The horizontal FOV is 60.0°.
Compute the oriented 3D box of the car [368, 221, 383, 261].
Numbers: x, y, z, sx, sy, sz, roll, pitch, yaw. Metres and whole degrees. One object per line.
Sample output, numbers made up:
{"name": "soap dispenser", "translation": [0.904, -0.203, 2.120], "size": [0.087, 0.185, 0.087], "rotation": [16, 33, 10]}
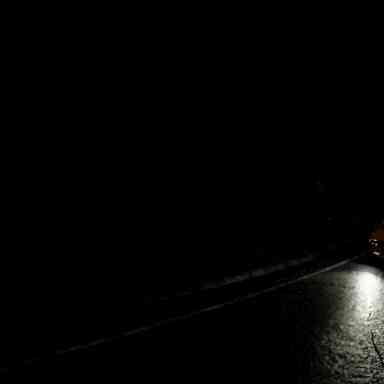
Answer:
{"name": "car", "translation": [7.829, 1.585, 12.065], "size": [1.882, 1.535, 5.008], "rotation": [-1, -1, 39]}

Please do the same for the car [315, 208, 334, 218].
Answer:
{"name": "car", "translation": [21.276, 3.297, 53.077], "size": [2.128, 1.511, 4.902], "rotation": [-2, -3, -4]}
